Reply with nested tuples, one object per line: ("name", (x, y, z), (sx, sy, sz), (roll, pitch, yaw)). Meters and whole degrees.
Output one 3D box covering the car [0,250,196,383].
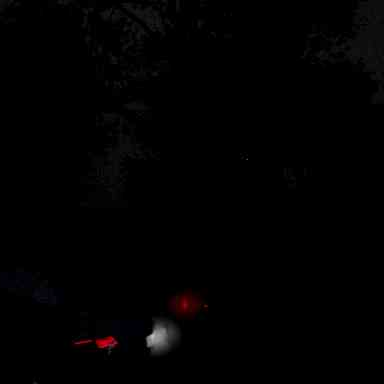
("car", (-2.015, 1.568, 4.816), (4.181, 1.385, 1.994), (0, 0, 36))
